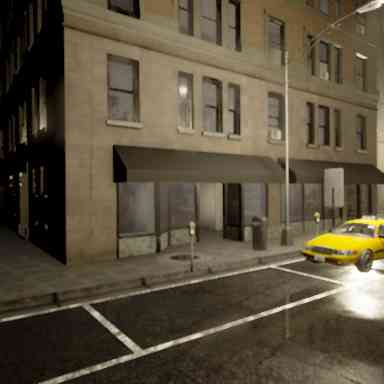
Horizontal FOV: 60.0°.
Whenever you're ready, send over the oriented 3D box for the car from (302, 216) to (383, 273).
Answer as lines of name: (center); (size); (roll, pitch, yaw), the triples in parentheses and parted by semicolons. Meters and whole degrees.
car: (5.404, 1.445, 10.376); (4.829, 1.417, 1.752); (-1, 0, -35)
